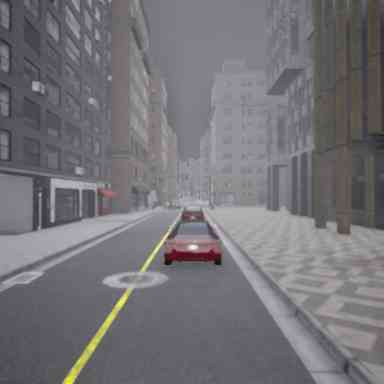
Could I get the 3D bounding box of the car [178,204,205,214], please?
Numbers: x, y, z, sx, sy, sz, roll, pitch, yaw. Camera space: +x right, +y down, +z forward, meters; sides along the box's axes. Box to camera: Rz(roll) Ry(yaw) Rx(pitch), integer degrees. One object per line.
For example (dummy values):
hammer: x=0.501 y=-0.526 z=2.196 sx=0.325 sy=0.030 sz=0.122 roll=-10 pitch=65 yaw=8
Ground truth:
car: x=0.060 y=1.853 z=28.499 sx=1.882 sy=1.535 sz=5.008 roll=0 pitch=0 yaw=0

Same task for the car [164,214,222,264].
car: x=0.050 y=1.735 z=12.492 sx=1.994 sy=1.385 sz=4.181 roll=0 pitch=-1 yaw=1

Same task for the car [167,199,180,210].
car: x=-3.032 y=2.066 z=55.710 sx=2.097 sy=1.767 sz=4.553 roll=0 pitch=-1 yaw=0
